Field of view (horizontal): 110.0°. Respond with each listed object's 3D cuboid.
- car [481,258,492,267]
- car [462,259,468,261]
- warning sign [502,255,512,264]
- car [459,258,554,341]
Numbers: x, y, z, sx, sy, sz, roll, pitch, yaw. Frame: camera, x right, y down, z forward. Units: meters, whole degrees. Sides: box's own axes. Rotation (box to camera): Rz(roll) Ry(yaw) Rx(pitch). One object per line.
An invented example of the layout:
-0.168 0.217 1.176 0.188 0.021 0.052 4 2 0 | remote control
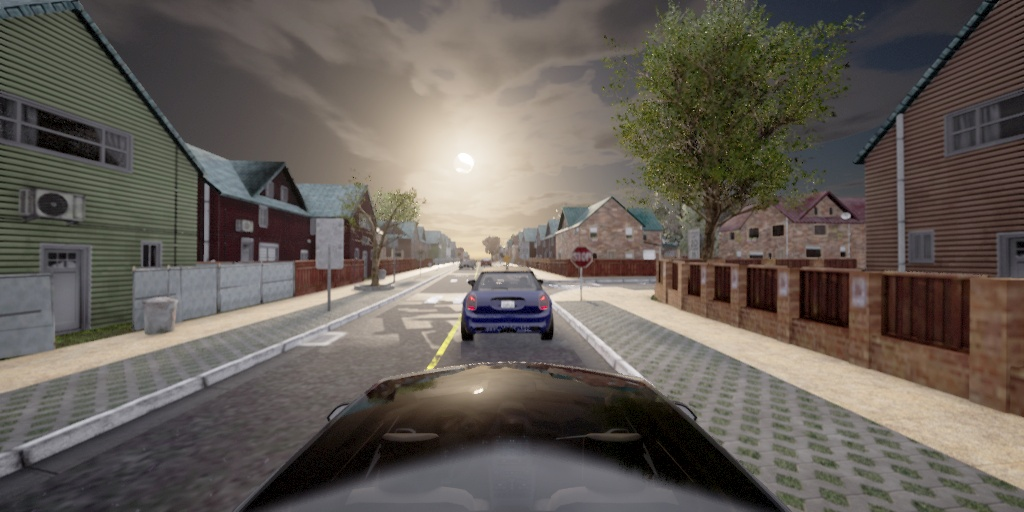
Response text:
-4.570 1.086 63.652 1.882 1.535 5.008 0 0 -4 | car
-6.184 1.151 49.010 1.994 1.385 4.181 0 0 -5 | car
-0.648 0.707 47.149 1.300 1.860 1.060 0 0 -5 | warning sign
-0.167 1.055 9.893 2.097 1.767 4.553 0 0 -2 | car
